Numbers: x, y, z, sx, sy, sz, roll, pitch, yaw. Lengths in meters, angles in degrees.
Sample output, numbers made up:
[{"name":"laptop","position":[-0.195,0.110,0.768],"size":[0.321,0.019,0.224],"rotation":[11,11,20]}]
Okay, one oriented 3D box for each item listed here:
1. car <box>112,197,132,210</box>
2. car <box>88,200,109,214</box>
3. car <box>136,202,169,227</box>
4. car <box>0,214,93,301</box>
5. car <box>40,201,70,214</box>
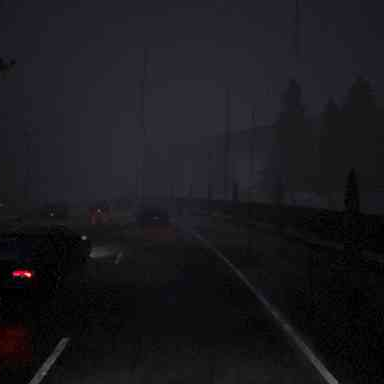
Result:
[{"name":"car","position":[-8.798,1.434,41.522],"size":[1.837,1.490,4.892],"rotation":[0,1,-22]},{"name":"car","position":[-10.007,1.546,35.195],"size":[1.895,1.301,4.718],"rotation":[0,0,-20]},{"name":"car","position":[-2.745,1.432,22.676],"size":[1.882,1.535,5.008],"rotation":[0,0,-12]},{"name":"car","position":[-3.945,1.538,8.464],"size":[2.033,1.411,5.357],"rotation":[0,0,-6]},{"name":"car","position":[-11.059,1.458,27.042],"size":[2.128,1.511,4.902],"rotation":[0,0,-16]}]
